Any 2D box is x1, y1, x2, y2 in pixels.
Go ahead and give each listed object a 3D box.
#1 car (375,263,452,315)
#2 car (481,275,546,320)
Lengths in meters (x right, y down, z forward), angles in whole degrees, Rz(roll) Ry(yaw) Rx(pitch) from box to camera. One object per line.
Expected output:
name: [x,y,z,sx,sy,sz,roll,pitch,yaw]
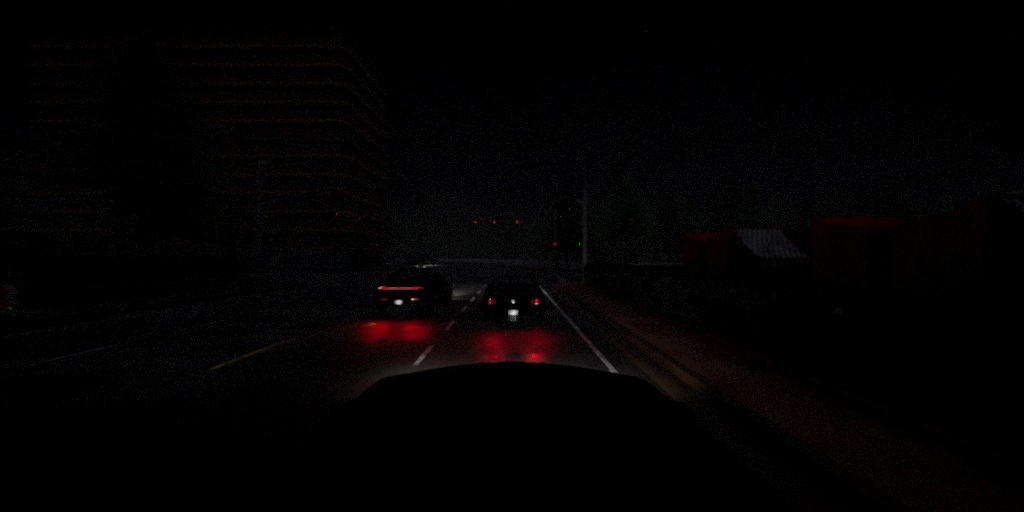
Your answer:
car: [-3.439,1.186,13.337,2.128,1.511,4.902,0,0,0]
car: [0.057,1.300,12.318,1.895,1.301,4.718,0,0,0]
